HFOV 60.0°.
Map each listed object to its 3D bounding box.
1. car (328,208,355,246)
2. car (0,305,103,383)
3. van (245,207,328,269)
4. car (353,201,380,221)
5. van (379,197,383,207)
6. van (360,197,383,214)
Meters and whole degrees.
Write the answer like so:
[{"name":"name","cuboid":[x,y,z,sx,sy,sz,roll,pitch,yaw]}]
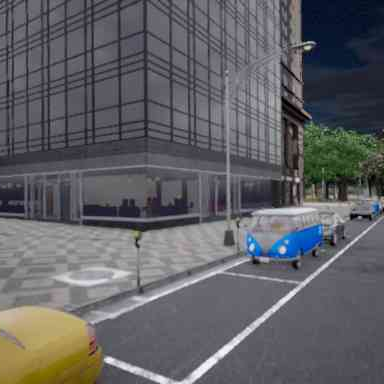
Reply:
[{"name":"car","cuboid":[6.216,1.671,15.901,2.008,1.369,4.403,-1,-1,33]},{"name":"car","cuboid":[-2.828,1.580,2.122,1.752,1.417,4.829,-1,-1,33]},{"name":"van","cuboid":[3.230,1.440,11.357,1.690,1.788,3.998,-1,-1,33]},{"name":"car","cuboid":[15.168,1.754,29.538,1.947,1.339,4.313,-1,-1,33]},{"name":"van","cuboid":[33.068,1.675,56.815,1.690,1.788,3.998,-1,-1,33]},{"name":"van","cuboid":[18.149,1.553,34.086,1.690,1.788,3.998,-1,-1,33]}]
